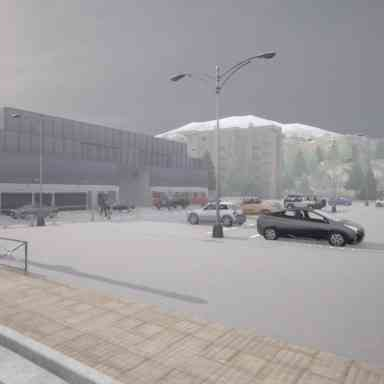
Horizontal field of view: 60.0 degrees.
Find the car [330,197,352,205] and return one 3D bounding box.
[{"bbox_3d":[24.652,1.565,55.418,3.633,1.501,1.845,0,0,35],"label":"car"}]

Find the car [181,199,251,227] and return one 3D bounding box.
[{"bbox_3d":[1.549,1.424,21.904,3.806,1.475,1.970,0,0,35],"label":"car"}]

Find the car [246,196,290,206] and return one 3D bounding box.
[{"bbox_3d":[5.005,1.345,27.321,5.027,1.636,2.152,0,0,35],"label":"car"}]

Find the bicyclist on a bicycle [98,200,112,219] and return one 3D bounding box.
[{"bbox_3d":[-7.282,1.477,27.788,1.656,1.620,0.582,0,0,35],"label":"bicyclist on a bicycle"}]

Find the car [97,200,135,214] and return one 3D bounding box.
[{"bbox_3d":[-8.765,1.668,38.608,2.128,1.511,4.902,0,0,35],"label":"car"}]

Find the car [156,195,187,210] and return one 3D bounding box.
[{"bbox_3d":[-2.730,1.398,47.056,2.150,2.045,5.566,0,0,36],"label":"car"}]

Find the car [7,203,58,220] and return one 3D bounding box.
[{"bbox_3d":[-14.527,1.740,30.514,1.994,1.385,4.181,0,0,35],"label":"car"}]

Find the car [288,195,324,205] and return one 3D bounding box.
[{"bbox_3d":[12.420,1.269,37.747,3.866,1.878,1.905,0,0,35],"label":"car"}]

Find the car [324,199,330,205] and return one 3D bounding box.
[{"bbox_3d":[13.769,1.289,40.354,4.605,1.855,1.932,0,0,35],"label":"car"}]

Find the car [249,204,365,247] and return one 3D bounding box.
[{"bbox_3d":[5.170,1.490,14.834,4.514,1.523,2.007,0,0,35],"label":"car"}]

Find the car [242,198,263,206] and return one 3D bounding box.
[{"bbox_3d":[10.870,1.777,59.828,1.895,1.301,4.718,0,0,35],"label":"car"}]

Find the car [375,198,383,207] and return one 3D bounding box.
[{"bbox_3d":[28.972,1.576,48.688,3.806,1.475,1.970,0,0,35],"label":"car"}]
